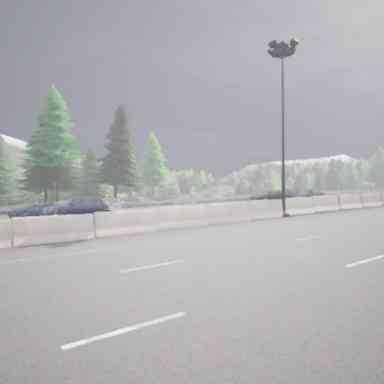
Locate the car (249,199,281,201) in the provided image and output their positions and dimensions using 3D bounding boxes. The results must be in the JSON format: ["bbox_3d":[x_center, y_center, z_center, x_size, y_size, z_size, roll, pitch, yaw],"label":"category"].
[{"bbox_3d":[9.025,0.589,40.248,5.008,1.535,1.882,-2,1,-35],"label":"car"}]

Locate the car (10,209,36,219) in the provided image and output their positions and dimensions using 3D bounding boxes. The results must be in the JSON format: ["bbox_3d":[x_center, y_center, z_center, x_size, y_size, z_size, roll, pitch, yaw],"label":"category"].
[{"bbox_3d":[-11.810,1.405,25.636,4.181,1.385,1.994,-2,1,-35],"label":"car"}]

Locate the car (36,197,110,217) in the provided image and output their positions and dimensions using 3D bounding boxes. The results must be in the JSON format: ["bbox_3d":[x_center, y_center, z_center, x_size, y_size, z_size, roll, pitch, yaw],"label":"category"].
[{"bbox_3d":[-8.308,1.142,23.822,4.553,1.767,2.097,-2,1,-35],"label":"car"}]

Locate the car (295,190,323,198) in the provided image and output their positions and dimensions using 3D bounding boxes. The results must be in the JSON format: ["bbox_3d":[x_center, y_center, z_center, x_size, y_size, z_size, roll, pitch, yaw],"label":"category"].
[{"bbox_3d":[13.626,0.515,39.175,4.902,1.511,2.128,-2,1,-35],"label":"car"}]
